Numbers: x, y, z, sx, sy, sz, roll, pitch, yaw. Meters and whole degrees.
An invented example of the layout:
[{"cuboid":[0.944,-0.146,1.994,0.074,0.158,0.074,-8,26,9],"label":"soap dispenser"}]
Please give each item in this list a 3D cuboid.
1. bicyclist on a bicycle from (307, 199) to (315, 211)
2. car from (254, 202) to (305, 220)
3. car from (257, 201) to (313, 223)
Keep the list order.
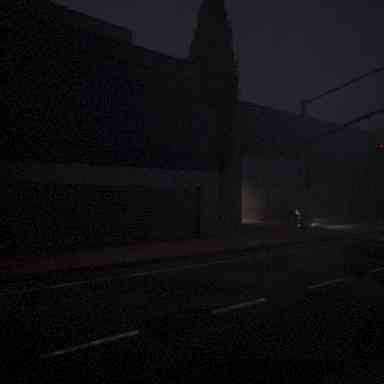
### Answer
[{"cuboid":[15.251,1.686,42.578,1.656,1.620,0.582,1,0,-37],"label":"bicyclist on a bicycle"},{"cuboid":[8.459,1.790,32.481,1.812,1.442,4.674,1,0,-37],"label":"car"},{"cuboid":[7.697,1.581,27.655,2.097,1.767,4.553,1,0,-37],"label":"car"}]
